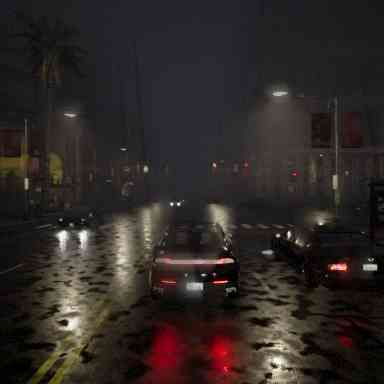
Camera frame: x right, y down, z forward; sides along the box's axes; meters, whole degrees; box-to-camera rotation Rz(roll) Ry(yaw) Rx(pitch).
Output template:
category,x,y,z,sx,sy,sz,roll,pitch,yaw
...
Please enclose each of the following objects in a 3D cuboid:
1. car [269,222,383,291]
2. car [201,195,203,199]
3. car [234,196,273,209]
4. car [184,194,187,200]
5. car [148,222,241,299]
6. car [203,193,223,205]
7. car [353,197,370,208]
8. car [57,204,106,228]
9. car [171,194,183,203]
category,x,y,z,sx,sy,sz,roll,pitch,yaw
car,3.563,1.547,9.127,2.033,1.411,5.357,0,0,0
car,4.822,1.478,93.077,1.882,1.535,5.008,0,0,16
car,8.422,1.526,44.229,4.674,1.442,1.812,0,0,-7
car,-2.713,1.355,91.427,2.097,1.767,4.553,0,0,10
car,0.060,1.492,8.425,2.128,1.511,4.902,0,0,0
car,3.757,1.352,60.538,2.097,1.767,4.553,0,0,-6
car,26.043,1.478,48.297,5.008,1.535,1.882,0,0,0
car,-7.161,1.547,22.276,2.033,1.411,5.357,0,0,-1
car,-3.492,1.595,71.623,1.895,1.301,4.718,0,0,0
